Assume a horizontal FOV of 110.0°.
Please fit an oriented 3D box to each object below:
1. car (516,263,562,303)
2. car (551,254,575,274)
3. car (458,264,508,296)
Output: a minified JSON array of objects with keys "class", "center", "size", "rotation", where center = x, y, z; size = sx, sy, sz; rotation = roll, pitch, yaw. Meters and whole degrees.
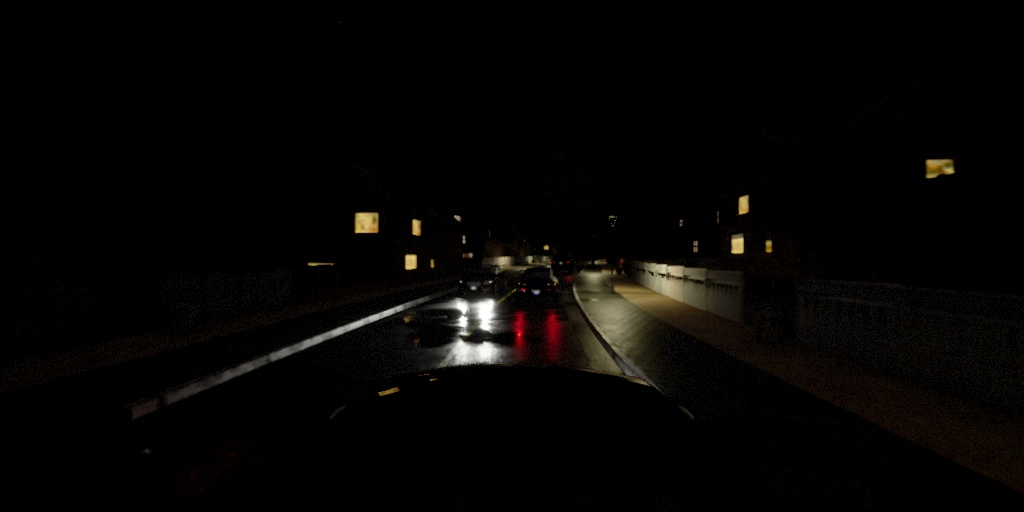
[{"class":"car","center":[1.255,1.249,16.601],"size":[1.812,1.442,4.674],"rotation":[0,0,7]},{"class":"car","center":[5.336,0.761,37.366],"size":[2.150,2.045,5.566],"rotation":[0,1,13]},{"class":"car","center":[-1.424,1.194,18.919],"size":[2.128,1.511,4.902],"rotation":[0,0,9]}]
